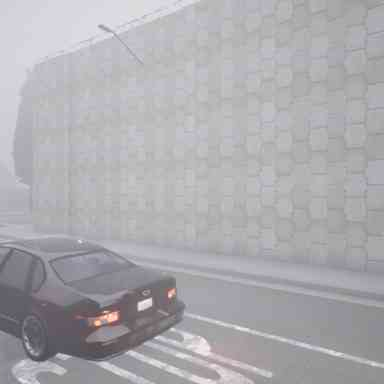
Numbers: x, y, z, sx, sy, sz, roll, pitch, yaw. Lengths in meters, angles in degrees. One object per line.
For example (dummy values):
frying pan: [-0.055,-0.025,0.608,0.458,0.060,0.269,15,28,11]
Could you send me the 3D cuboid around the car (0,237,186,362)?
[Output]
car: [-2.676,1.547,5.890,5.357,1.411,2.033,0,0,35]
